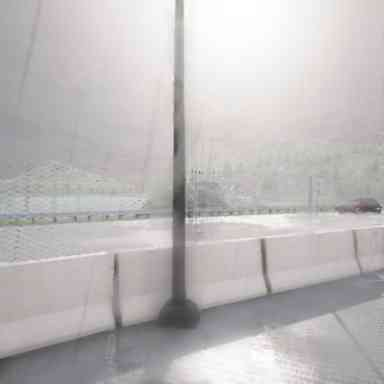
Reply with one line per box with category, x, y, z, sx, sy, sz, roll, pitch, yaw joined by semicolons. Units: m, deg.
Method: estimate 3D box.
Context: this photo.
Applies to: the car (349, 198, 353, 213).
car;16.888;1.320;33.722;4.553;1.767;2.097;0;0;-25
